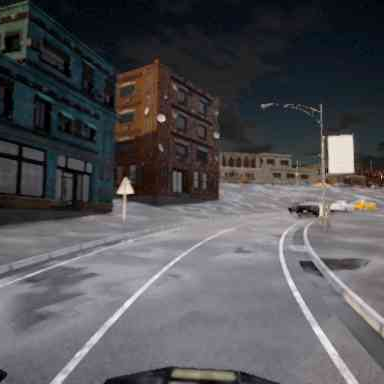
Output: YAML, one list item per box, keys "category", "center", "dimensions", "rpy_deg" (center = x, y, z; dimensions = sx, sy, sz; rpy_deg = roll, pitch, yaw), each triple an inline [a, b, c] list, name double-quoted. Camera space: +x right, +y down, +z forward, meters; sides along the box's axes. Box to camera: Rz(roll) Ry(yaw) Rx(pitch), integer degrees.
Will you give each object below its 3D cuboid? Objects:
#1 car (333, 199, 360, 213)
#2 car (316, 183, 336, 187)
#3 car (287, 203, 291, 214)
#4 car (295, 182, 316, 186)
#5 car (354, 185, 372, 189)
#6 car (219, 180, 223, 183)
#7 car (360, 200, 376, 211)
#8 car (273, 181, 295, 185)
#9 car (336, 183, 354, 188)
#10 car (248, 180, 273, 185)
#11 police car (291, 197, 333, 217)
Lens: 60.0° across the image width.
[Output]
- category: "car"
  center: [17.965, 1.734, 39.691]
  dimensions: [4.674, 1.442, 1.812]
  rpy_deg: [1, -3, -45]
- category: "car"
  center: [31.050, -1.468, 79.498]
  dimensions: [5.008, 1.535, 2.097]
  rpy_deg: [2, -5, -16]
- category: "car"
  center: [14.302, 1.658, 42.336]
  dimensions: [5.566, 2.045, 2.150]
  rpy_deg: [1, -4, -45]
- category: "car"
  center: [25.727, -1.597, 77.938]
  dimensions: [4.674, 1.452, 2.002]
  rpy_deg: [2, -5, -15]
- category: "car"
  center: [41.732, -1.067, 83.011]
  dimensions: [4.792, 1.488, 2.163]
  rpy_deg: [2, -5, -19]
- category: "car"
  center: [4.402, -2.271, 72.533]
  dimensions: [4.553, 1.767, 2.185]
  rpy_deg: [1, -5, -14]
- category: "car"
  center: [22.235, 1.724, 43.509]
  dimensions: [5.008, 1.535, 1.882]
  rpy_deg: [0, -4, -39]
- category: "car"
  center: [20.373, -1.791, 76.497]
  dimensions: [4.892, 1.521, 2.231]
  rpy_deg: [1, -5, -14]
- category: "car"
  center: [36.316, -1.416, 81.172]
  dimensions: [4.553, 1.767, 2.185]
  rpy_deg: [2, -5, -17]
- category: "car"
  center: [15.019, -1.918, 75.160]
  dimensions: [4.892, 1.521, 2.231]
  rpy_deg: [1, -5, -14]
- category: "police car"
  center: [11.820, 1.565, 32.531]
  dimensions: [1.930, 1.638, 5.238]
  rpy_deg: [-3, -2, 36]
